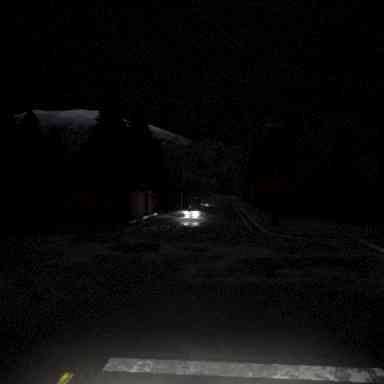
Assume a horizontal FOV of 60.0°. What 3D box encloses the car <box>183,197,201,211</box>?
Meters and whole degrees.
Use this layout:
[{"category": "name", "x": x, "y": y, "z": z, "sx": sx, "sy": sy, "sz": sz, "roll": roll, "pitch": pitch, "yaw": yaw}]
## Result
[{"category": "car", "x": 0.031, "y": 1.381, "z": 39.611, "sx": 2.128, "sy": 1.511, "sz": 4.902, "roll": 0, "pitch": 0, "yaw": 5}]
